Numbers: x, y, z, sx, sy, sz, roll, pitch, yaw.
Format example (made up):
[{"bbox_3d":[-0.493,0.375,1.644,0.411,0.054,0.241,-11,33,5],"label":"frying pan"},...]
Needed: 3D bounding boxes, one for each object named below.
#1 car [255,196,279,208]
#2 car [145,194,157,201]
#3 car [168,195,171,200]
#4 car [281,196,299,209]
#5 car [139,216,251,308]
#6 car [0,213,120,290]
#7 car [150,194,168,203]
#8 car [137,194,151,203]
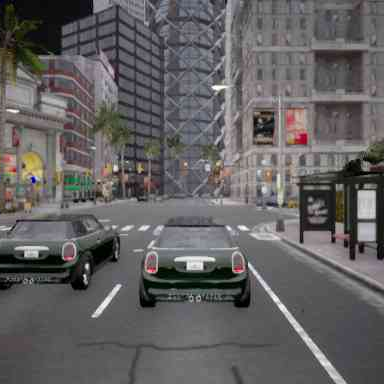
[{"bbox_3d":[11.300,1.340,47.233,4.553,1.767,2.097,0,0,3],"label":"car"},{"bbox_3d":[-10.405,1.335,84.468,2.097,1.767,4.553,0,0,3],"label":"car"},{"bbox_3d":[-6.927,1.504,83.587,1.812,1.442,4.674,0,0,0],"label":"car"},{"bbox_3d":[14.673,1.467,43.586,5.008,1.535,1.882,0,0,0],"label":"car"},{"bbox_3d":[0.066,1.350,8.104,2.097,1.767,4.553,0,0,0],"label":"car"},{"bbox_3d":[-3.427,1.350,9.247,2.097,1.767,4.553,0,0,0],"label":"car"},{"bbox_3d":[-6.981,1.508,70.499,2.128,1.511,4.902,0,0,0],"label":"car"},{"bbox_3d":[-10.481,1.578,70.455,1.895,1.301,4.718,0,0,0],"label":"car"}]
